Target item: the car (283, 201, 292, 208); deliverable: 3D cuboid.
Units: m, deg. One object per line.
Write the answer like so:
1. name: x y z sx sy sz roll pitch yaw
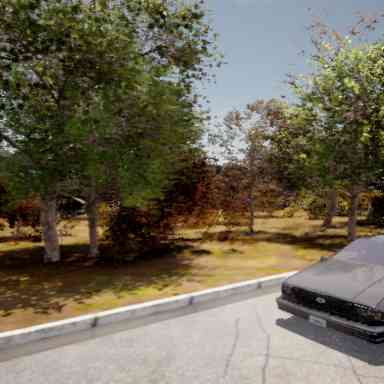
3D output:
1. car: 16.566 2.223 66.625 2.435 2.045 5.566 0 0 -36

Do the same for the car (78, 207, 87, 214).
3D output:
1. car: -15.087 2.401 44.072 2.163 1.488 4.792 0 0 -36

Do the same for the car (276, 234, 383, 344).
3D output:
1. car: 4.072 1.581 6.588 5.357 1.411 2.033 0 0 -35

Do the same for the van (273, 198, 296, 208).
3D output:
1. van: 18.876 2.238 68.167 1.878 1.987 4.442 0 0 -36
